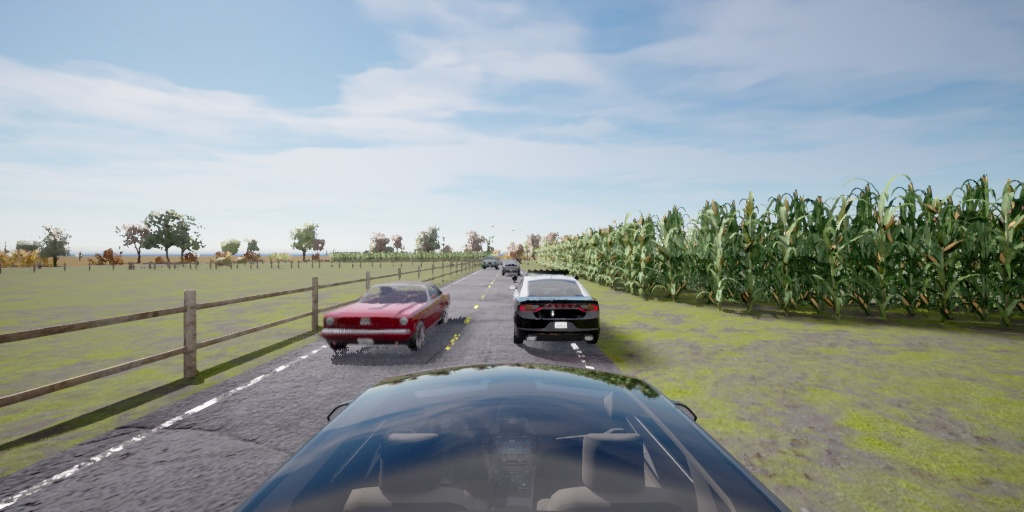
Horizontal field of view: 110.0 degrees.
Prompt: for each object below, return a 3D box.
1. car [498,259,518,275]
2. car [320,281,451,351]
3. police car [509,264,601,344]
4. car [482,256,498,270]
[{"bbox_3d":[-0.090,1.242,38.013,2.128,1.511,4.902,0,0,0],"label":"car"},{"bbox_3d":[-2.851,1.350,9.152,1.895,1.301,4.718,0,0,0],"label":"car"},{"bbox_3d":[0.959,1.175,9.732,1.930,1.638,5.238,0,0,0],"label":"police car"},{"bbox_3d":[-3.094,0.973,52.146,2.150,2.045,5.566,0,0,0],"label":"car"}]
